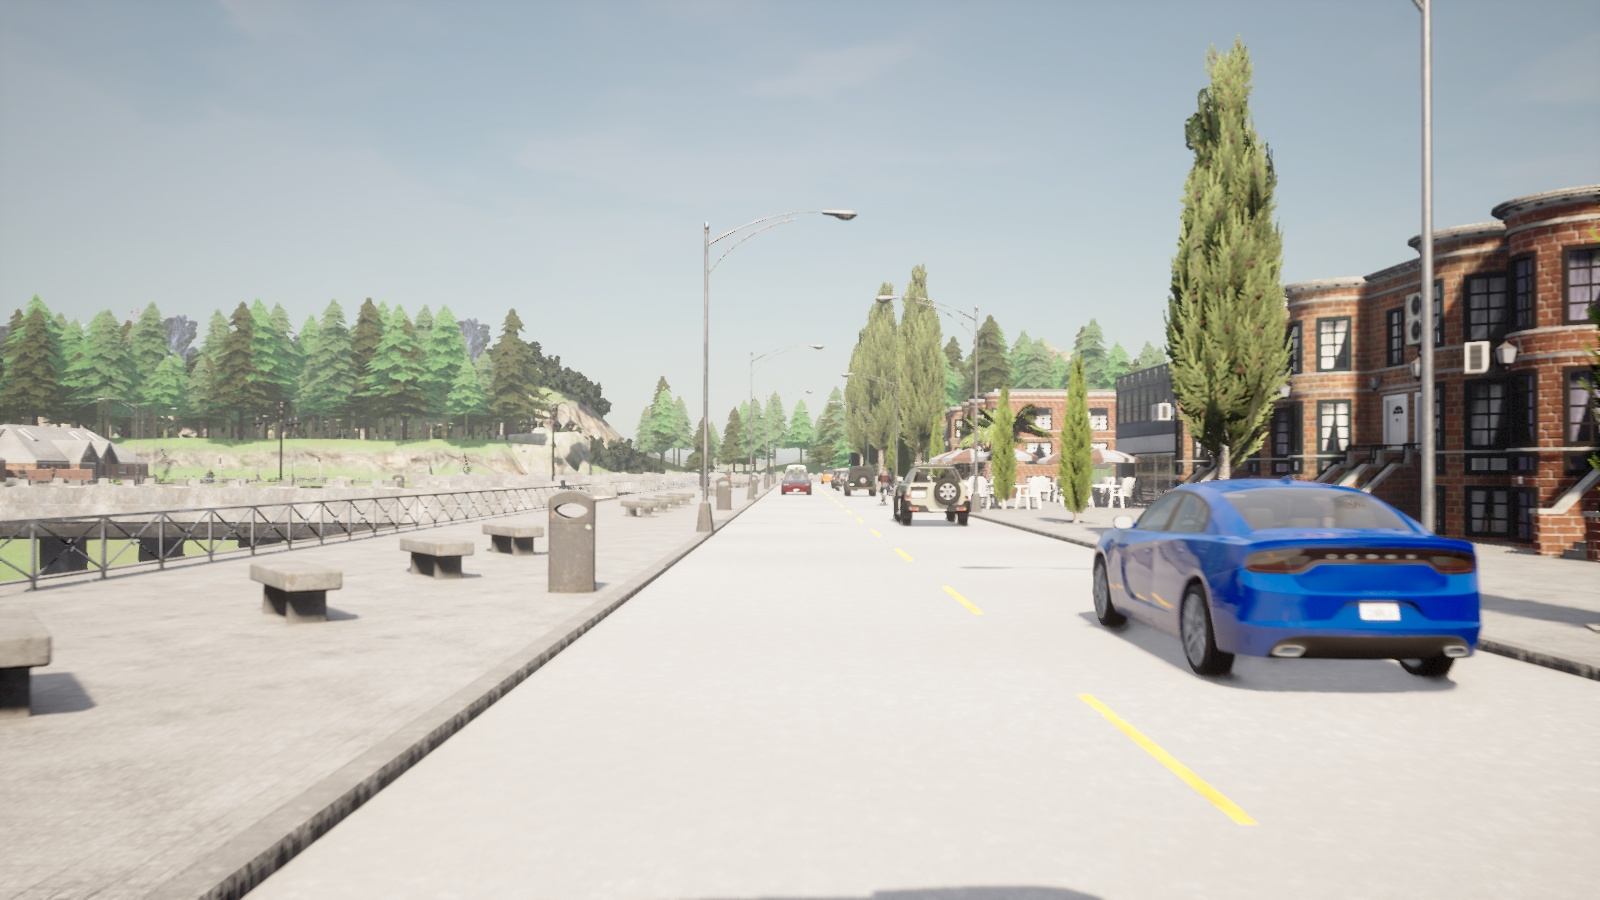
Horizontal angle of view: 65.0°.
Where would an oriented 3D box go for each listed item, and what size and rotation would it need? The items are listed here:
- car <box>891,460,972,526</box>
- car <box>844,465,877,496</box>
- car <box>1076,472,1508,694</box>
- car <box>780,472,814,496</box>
[{"bbox_3d":[3.900,1.250,37.903,1.932,1.855,4.605,0,-1,0],"label":"car"},{"bbox_3d":[3.793,1.926,79.505,1.905,1.878,3.866,0,-1,0],"label":"car"},{"bbox_3d":[3.970,0.965,11.237,1.882,1.535,5.008,0,-1,0],"label":"car"},{"bbox_3d":[-0.212,2.194,82.347,2.163,1.488,4.792,0,-1,0],"label":"car"}]
